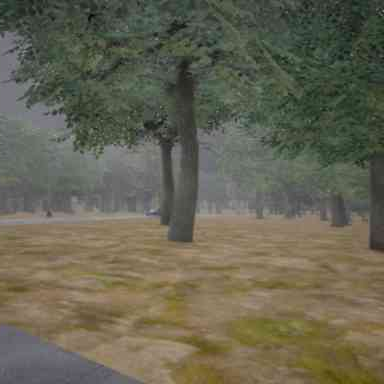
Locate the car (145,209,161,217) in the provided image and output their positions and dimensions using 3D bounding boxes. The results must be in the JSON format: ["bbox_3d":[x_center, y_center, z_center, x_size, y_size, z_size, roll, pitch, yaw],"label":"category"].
[{"bbox_3d":[-6.561,3.746,60.347,1.812,1.442,4.674,-1,-3,29],"label":"car"}]
